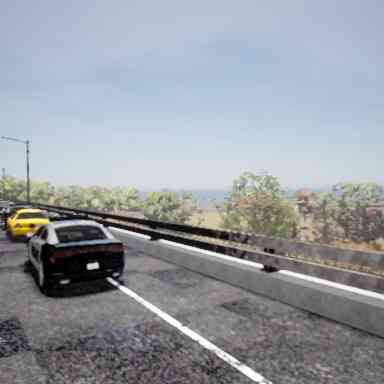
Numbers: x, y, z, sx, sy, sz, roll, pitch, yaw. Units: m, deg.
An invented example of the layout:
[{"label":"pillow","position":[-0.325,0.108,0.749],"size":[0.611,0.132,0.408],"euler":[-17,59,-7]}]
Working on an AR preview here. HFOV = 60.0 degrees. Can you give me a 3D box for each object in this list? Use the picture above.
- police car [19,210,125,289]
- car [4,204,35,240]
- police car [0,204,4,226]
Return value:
[{"label":"police car","position":[-3.620,1.498,9.713],"size":[1.930,1.638,5.238],"euler":[0,0,-32]},{"label":"car","position":[-8.984,1.617,18.247],"size":[1.801,1.575,5.366],"euler":[0,0,-32]},{"label":"police car","position":[-12.135,1.639,23.258],"size":[1.930,1.638,5.238],"euler":[0,0,-32]}]
